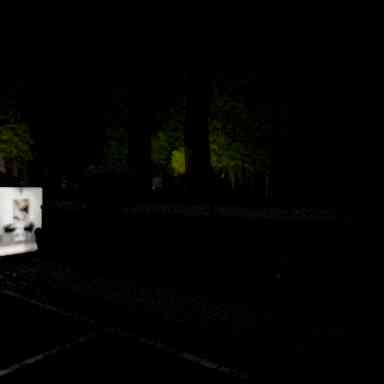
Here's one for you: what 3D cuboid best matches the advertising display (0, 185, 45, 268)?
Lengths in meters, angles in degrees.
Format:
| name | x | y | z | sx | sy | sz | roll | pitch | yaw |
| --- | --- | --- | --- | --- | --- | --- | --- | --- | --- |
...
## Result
| name | x | y | z | sx | sy | sz | roll | pitch | yaw |
| --- | --- | --- | --- | --- | --- | --- | --- | --- | --- |
| advertising display | -5.348 | 1.009 | 10.302 | 0.280 | 2.440 | 1.540 | 0 | 0 | 36 |
